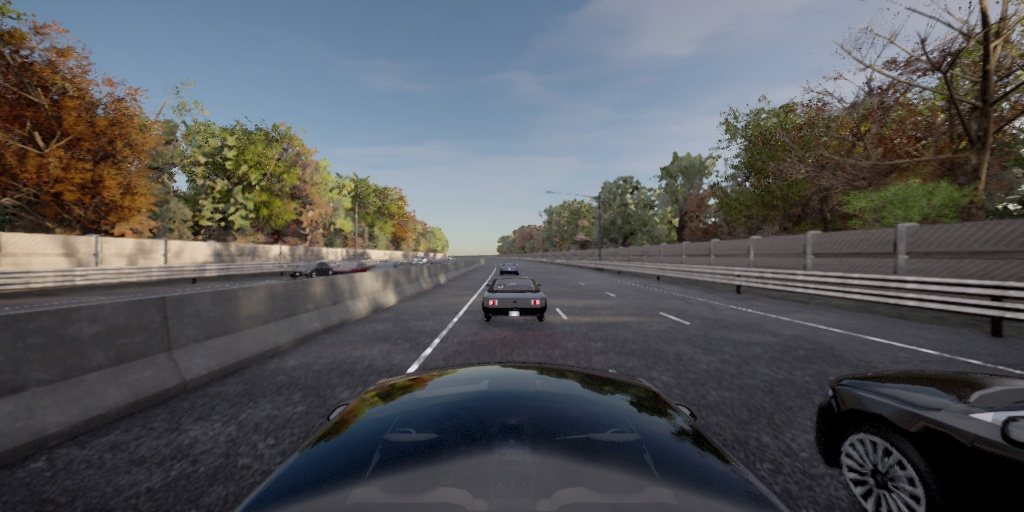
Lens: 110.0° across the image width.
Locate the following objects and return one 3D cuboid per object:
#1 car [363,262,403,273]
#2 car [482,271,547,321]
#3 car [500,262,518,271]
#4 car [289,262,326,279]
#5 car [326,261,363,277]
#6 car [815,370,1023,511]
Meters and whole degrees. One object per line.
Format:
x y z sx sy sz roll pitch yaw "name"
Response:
-10.862 1.264 31.247 1.837 1.490 4.892 0 0 -1 "car"
0.057 1.355 12.422 1.895 1.301 4.718 0 0 0 "car"
-0.318 1.328 39.160 1.994 1.385 4.181 0 0 -1 "car"
-17.881 1.264 32.241 1.837 1.490 4.892 0 0 -1 "car"
-14.382 1.237 32.321 1.882 1.535 5.008 0 0 -1 "car"
3.592 1.241 1.156 2.128 1.511 4.902 0 0 0 "car"
